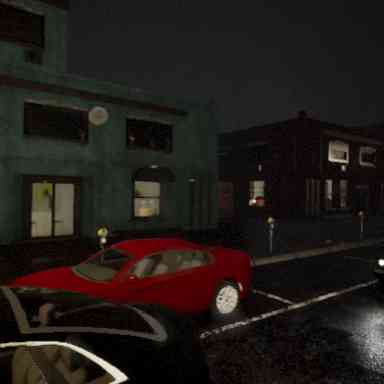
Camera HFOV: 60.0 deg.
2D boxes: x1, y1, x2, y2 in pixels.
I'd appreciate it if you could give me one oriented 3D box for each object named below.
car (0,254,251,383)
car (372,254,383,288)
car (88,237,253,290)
[{"bbox_3d":[-2.058,1.506,1.898,4.892,1.490,1.837,1,0,-35],"label":"car"},{"bbox_3d":[6.261,1.610,7.838,4.718,1.301,1.895,0,0,-35],"label":"car"},{"bbox_3d":[-0.896,1.548,5.907,4.507,1.381,1.887,0,1,-35],"label":"car"}]
